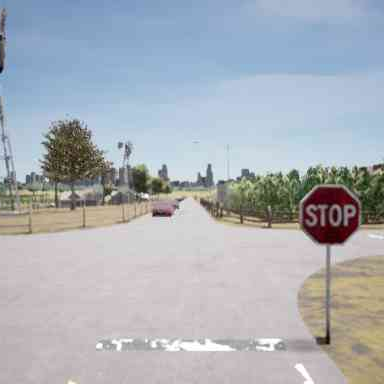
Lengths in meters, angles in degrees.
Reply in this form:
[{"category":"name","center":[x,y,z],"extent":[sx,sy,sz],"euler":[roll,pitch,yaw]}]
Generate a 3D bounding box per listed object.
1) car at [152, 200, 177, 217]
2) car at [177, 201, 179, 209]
[{"category":"car","center":[-2.831,1.628,32.813],"extent":[1.882,1.535,5.008],"euler":[0,0,0]},{"category":"car","center":[-2.873,1.885,50.946],"extent":[2.033,1.411,5.357],"euler":[0,-1,0]}]
